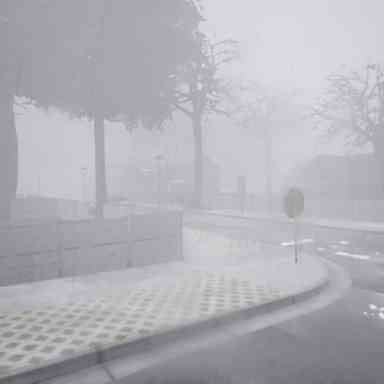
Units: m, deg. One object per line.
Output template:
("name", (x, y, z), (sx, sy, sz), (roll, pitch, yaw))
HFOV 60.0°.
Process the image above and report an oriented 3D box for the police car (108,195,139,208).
("police car", (-6.487, 1.112, 30.089), (2.038, 1.542, 4.974), (-1, 1, -35))
